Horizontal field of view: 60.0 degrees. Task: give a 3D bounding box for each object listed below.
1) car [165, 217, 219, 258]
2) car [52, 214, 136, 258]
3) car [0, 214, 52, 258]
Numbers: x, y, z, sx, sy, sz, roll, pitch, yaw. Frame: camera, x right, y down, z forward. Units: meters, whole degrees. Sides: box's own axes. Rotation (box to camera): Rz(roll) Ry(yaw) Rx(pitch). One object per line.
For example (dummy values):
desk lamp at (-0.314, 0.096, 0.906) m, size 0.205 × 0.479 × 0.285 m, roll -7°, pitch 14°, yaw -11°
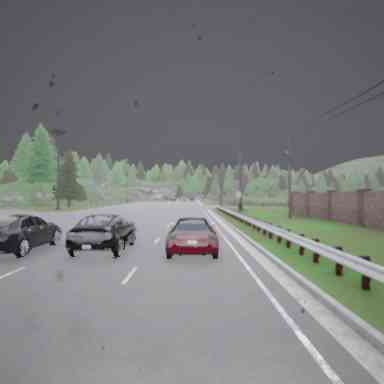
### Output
car at (0.018, 1.712, 13.426) m, size 1.994 × 1.385 × 4.181 m, roll 0°, pitch -1°, yaw 0°
car at (-3.483, 1.641, 13.480) m, size 2.128 × 1.511 × 4.902 m, roll 0°, pitch 0°, yaw 0°
car at (-6.983, 1.655, 13.478) m, size 1.837 × 1.490 × 4.892 m, roll 0°, pitch 0°, yaw 0°
